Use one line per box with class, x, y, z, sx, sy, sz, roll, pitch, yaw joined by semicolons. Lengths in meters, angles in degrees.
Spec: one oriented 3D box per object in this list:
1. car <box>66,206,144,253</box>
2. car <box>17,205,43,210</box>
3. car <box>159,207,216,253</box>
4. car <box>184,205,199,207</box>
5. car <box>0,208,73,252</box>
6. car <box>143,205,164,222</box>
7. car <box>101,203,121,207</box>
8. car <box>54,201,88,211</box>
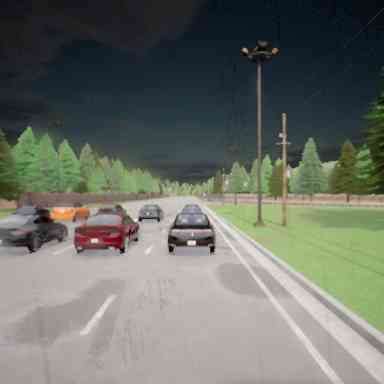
car;-3.504;1.612;14.459;1.882;1.535;5.008;0;0;0
car;-14.013;1.836;29.281;1.994;1.385;4.181;0;0;0
car;-0.005;1.625;14.285;2.128;1.511;4.902;0;0;0
car;-0.016;1.816;28.983;2.033;1.411;5.357;0;0;0
car;-7.004;1.659;14.370;1.812;1.442;4.674;0;0;0
car;-3.516;1.816;28.981;2.033;1.411;5.357;0;0;0
car;-7.014;1.779;29.300;1.837;1.490;4.892;0;0;0
car;-10.515;1.619;29.071;2.097;1.767;4.553;0;-1;0
